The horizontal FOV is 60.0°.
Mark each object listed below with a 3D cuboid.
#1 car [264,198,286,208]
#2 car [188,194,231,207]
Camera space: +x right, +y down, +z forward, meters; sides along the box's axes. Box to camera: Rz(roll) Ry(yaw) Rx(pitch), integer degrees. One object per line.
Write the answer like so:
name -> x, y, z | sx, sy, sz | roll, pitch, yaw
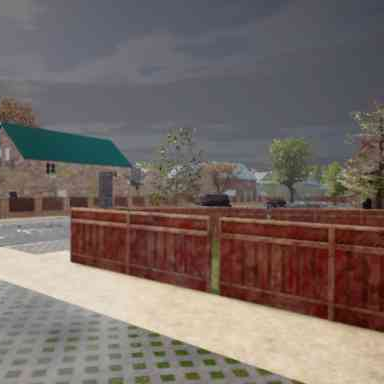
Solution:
car -> 12.063, 1.653, 47.985 | 1.882, 1.535, 5.008 | 2, 1, 35
car -> 1.853, 1.211, 33.317 | 2.150, 2.045, 5.566 | 2, 1, 35
